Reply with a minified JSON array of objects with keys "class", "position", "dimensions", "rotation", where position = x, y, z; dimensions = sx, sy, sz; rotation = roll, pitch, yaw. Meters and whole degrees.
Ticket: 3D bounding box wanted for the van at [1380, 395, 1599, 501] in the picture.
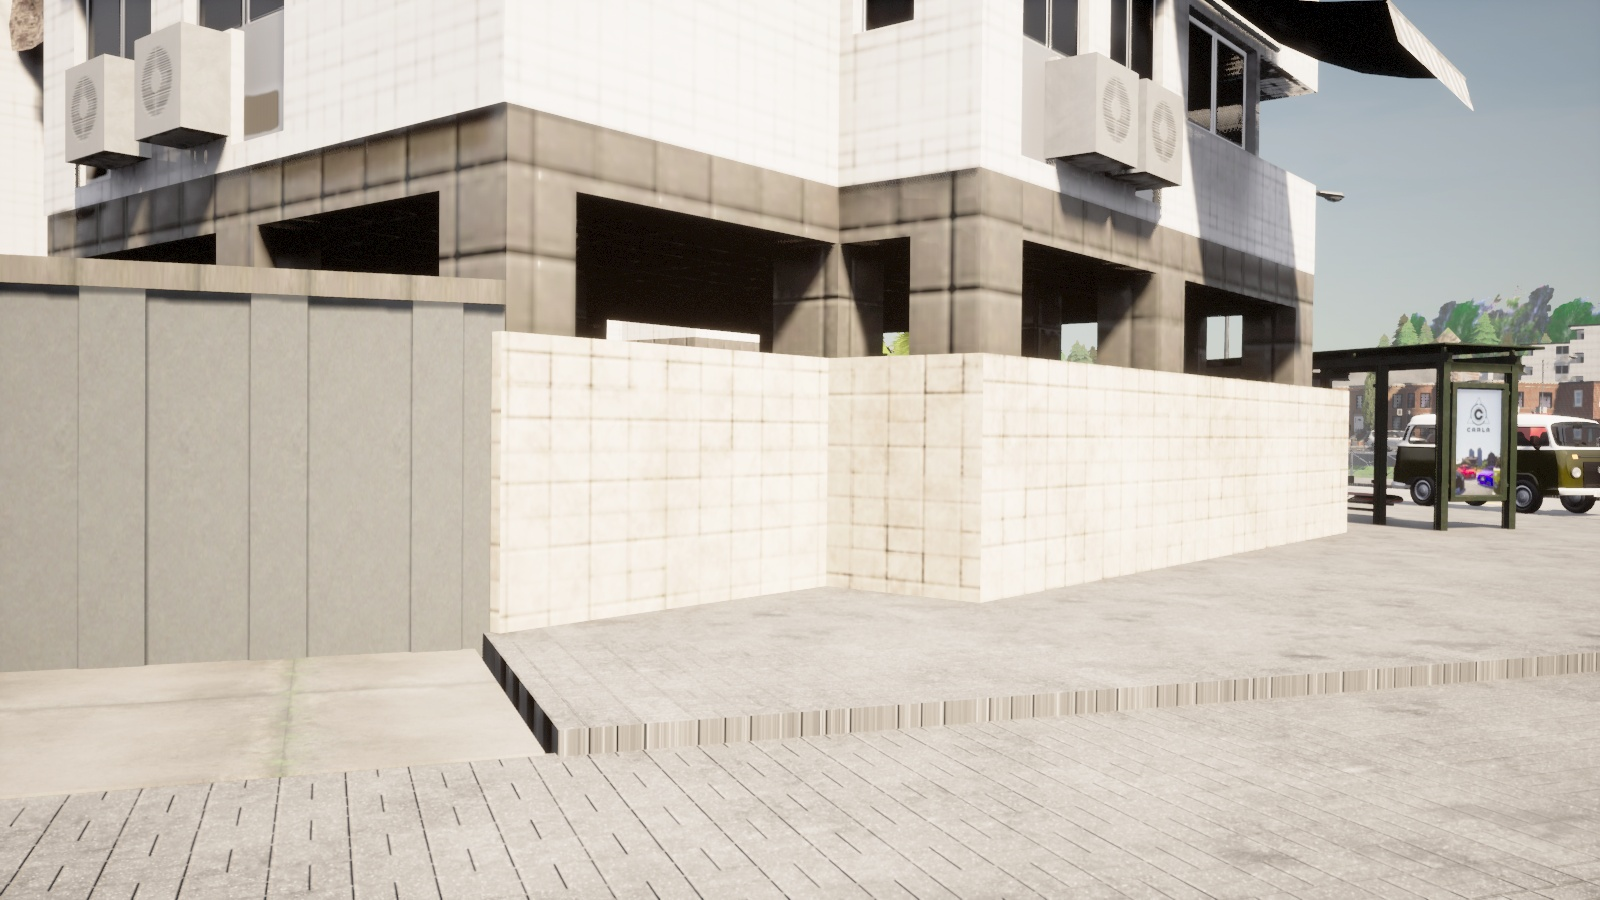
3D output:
[{"class":"van","position":[14.820,-0.075,26.520],"dimensions":[2.069,2.038,4.480],"rotation":[-1,1,-21]}]
